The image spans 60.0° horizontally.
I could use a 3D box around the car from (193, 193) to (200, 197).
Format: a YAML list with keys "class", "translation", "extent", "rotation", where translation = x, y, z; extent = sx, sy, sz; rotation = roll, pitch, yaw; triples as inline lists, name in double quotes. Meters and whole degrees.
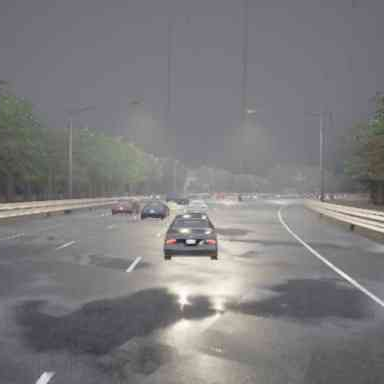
- class: "car"
  translation: [0.784, 1.117, 92.310]
  extent: [2.097, 1.767, 4.553]
  rotation: [0, 0, 11]

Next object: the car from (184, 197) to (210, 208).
- class: "car"
  translation: [0.546, 1.484, 31.051]
  extent: [1.812, 1.442, 4.674]
  rotation: [0, 0, 3]

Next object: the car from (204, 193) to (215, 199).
- class: "car"
  translation: [4.343, 1.297, 92.303]
  extent: [2.128, 1.511, 4.902]
  rotation: [0, 0, 11]

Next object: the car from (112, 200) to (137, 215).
- class: "car"
  translation: [-6.343, 1.480, 32.338]
  extent: [1.994, 1.385, 4.181]
  rotation: [0, 0, 3]

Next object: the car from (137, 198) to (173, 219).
- class: "car"
  translation: [-3.028, 1.517, 28.173]
  extent: [1.994, 1.385, 4.181]
  rotation: [0, 0, 3]

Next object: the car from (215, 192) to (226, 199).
- class: "car"
  translation: [8.436, 0.997, 95.006]
  extent: [2.150, 2.045, 5.566]
  rotation: [0, 0, 11]

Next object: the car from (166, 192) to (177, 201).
- class: "car"
  translation: [-3.587, 1.065, 64.448]
  extent: [2.150, 2.045, 5.566]
  rotation: [0, 0, 8]

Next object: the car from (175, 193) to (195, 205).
- class: "car"
  translation: [-1.157, 1.389, 54.242]
  extent: [1.837, 1.490, 4.892]
  rotation: [0, 0, 6]

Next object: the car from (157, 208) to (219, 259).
- class: "car"
  translation: [-0.012, 1.540, 12.553]
  extent: [2.033, 1.411, 5.357]
  rotation: [0, 0, 1]
